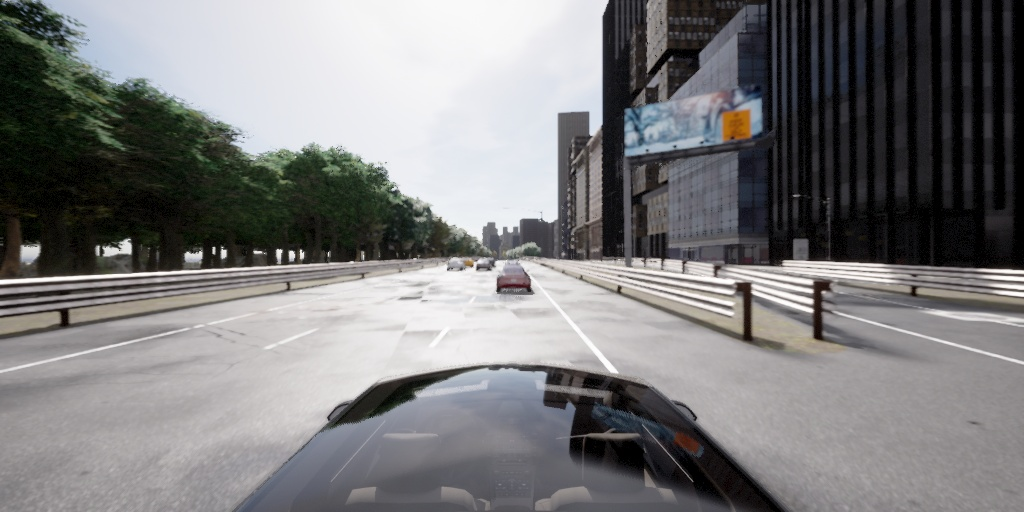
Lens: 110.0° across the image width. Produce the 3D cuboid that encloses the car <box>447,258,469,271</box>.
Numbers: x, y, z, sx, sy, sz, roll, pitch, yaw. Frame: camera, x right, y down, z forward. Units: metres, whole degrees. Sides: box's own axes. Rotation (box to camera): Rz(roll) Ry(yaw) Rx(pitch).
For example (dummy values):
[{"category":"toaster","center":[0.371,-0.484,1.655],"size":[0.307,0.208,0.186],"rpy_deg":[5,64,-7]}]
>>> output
[{"category":"car","center":[-7.014,1.092,45.443],"size":[1.812,1.442,4.674],"rpy_deg":[0,0,0]}]

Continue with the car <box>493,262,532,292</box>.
[{"category":"car","center":[0.091,1.239,20.846],"size":[1.994,1.385,4.181],"rpy_deg":[0,0,0]}]

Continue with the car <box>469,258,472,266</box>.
[{"category":"car","center":[-7.012,1.003,56.317],"size":[1.882,1.535,5.008],"rpy_deg":[0,0,0]}]

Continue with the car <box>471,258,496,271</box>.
[{"category":"car","center":[-3.518,1.115,45.033],"size":[2.033,1.411,5.357],"rpy_deg":[0,0,0]}]

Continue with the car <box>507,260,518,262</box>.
[{"category":"car","center":[0.085,1.158,38.595],"size":[1.994,1.385,4.181],"rpy_deg":[0,0,0]}]
